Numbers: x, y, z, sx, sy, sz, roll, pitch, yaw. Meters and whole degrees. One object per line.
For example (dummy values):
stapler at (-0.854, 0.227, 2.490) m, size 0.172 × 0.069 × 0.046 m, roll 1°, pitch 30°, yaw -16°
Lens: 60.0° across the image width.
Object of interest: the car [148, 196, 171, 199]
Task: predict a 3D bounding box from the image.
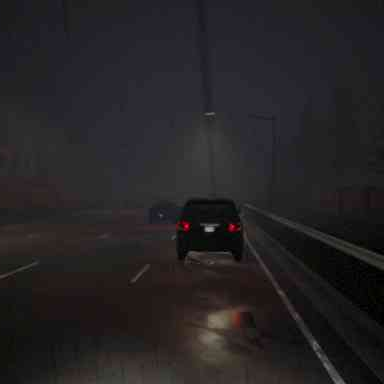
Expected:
car at (-4.172, 1.434, 44.888) m, size 1.837 × 1.490 × 4.892 m, roll 0°, pitch 0°, yaw 4°

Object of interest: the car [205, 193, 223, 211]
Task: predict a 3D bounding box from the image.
car at (2.805, 1.201, 42.846) m, size 2.150 × 2.045 × 5.566 m, roll 0°, pitch 0°, yaw 4°

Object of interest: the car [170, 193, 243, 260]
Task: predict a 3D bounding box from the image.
car at (0.702, 1.214, 12.641) m, size 2.150 × 2.045 × 5.566 m, roll 0°, pitch 0°, yaw 4°

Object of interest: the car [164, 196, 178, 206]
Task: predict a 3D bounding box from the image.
car at (-3.444, 1.450, 55.324) m, size 1.812 × 1.442 × 4.674 m, roll 0°, pitch 0°, yaw 4°

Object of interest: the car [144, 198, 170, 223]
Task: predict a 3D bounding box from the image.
car at (-1.952, 1.441, 24.954) m, size 1.882 × 1.535 × 5.008 m, roll 0°, pitch 0°, yaw 4°

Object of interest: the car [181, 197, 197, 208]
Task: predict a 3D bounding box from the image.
car at (-0.404, 1.518, 47.160) m, size 1.994 × 1.385 × 4.181 m, roll 0°, pitch 0°, yaw 4°

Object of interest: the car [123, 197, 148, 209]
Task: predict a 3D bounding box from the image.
car at (-7.639, 1.507, 44.063) m, size 1.895 × 1.301 × 4.718 m, roll 0°, pitch 0°, yaw 4°
